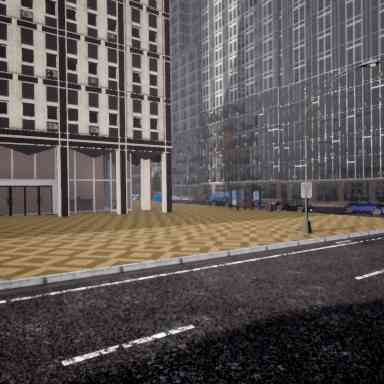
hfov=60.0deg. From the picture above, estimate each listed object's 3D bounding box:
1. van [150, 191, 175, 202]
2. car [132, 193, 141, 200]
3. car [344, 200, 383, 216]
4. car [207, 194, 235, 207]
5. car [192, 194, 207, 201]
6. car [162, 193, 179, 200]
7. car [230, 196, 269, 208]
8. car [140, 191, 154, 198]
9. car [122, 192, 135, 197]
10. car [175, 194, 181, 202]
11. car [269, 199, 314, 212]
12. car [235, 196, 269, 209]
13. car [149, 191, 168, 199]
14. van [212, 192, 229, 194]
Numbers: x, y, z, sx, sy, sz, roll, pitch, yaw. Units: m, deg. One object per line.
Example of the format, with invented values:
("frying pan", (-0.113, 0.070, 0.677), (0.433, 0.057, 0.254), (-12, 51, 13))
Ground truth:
("van", (-5.197, 0.937, 58.703), (1.690, 1.788, 3.998), (0, 1, -34))
("car", (-11.618, 1.040, 68.085), (2.008, 1.369, 4.403), (0, 1, -34))
("car", (16.678, 1.435, 31.468), (1.994, 1.385, 4.181), (-1, 1, -36))
("car", (4.389, 1.320, 44.606), (1.947, 1.339, 4.313), (0, 1, -34))
("car", (1.719, 1.043, 63.437), (1.802, 1.307, 4.206), (0, 1, -34))
("car", (-4.702, 0.936, 72.818), (1.802, 1.307, 4.206), (0, 1, -34))
("car", (7.575, 1.275, 44.620), (2.033, 1.411, 5.357), (-1, 1, -34))
("car", (-11.123, 0.686, 82.196), (1.967, 1.590, 4.097), (0, 1, -34))
("car", (-17.543, 0.689, 91.577), (2.008, 1.369, 4.403), (0, 1, -34))
("car", (-3.896, 1.139, 61.533), (1.895, 1.301, 4.718), (-1, 1, -34))
("car", (10.747, 1.424, 35.182), (1.947, 1.339, 4.313), (0, 1, -34))
("car", (7.551, 1.388, 39.884), (1.802, 1.307, 4.206), (0, 1, -34))
("car", (-7.913, 0.615, 77.505), (2.192, 1.841, 5.009), (0, 1, -34))
("van", (4.928, 0.855, 58.744), (1.690, 1.788, 3.998), (0, 1, -34))
